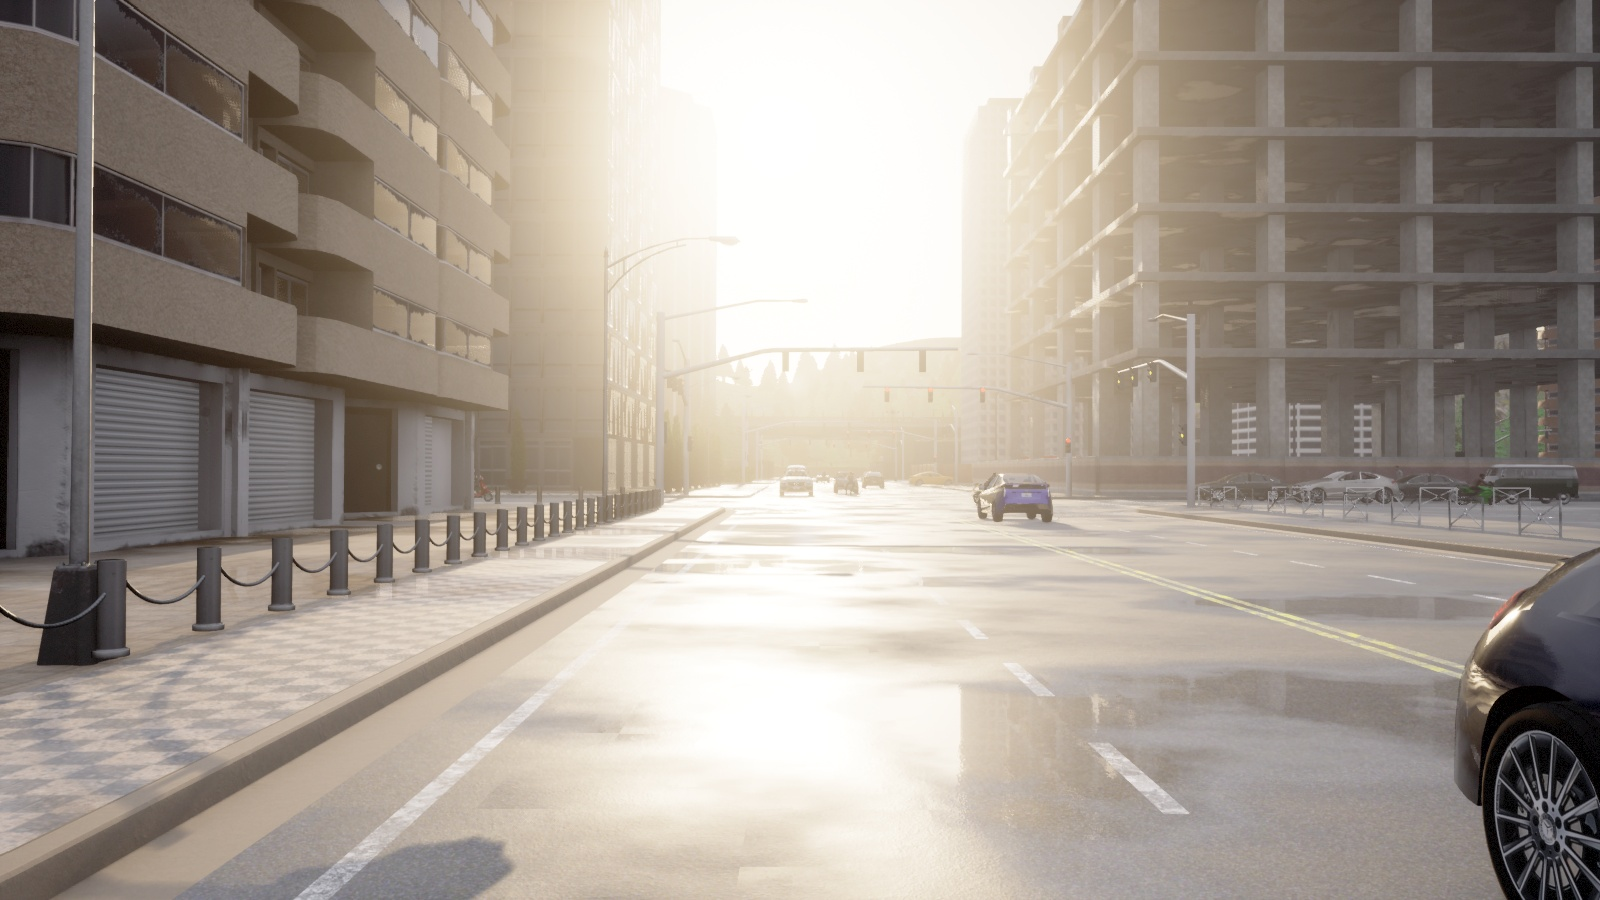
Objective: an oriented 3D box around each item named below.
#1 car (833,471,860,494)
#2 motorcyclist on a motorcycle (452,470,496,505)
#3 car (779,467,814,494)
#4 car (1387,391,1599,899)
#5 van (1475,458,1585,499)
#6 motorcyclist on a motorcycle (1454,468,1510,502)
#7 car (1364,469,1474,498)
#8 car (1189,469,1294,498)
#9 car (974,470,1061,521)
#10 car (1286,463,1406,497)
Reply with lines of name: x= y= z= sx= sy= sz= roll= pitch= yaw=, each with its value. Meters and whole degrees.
car: x=3.265 y=2.267 z=88.743 sx=1.789 sy=1.549 sz=3.705 roll=0 pitch=-1 yaw=0
motorcyclist on a motorcycle: x=-15.232 y=1.755 z=58.636 sx=1.817 sy=1.590 sz=0.866 roll=-1 pitch=-1 yaw=0
car: x=-0.211 y=1.928 z=79.617 sx=2.152 sy=1.651 sz=5.027 roll=0 pitch=-1 yaw=0
car: x=3.492 y=0.623 z=2.625 sx=2.152 sy=1.651 sz=5.027 roll=0 pitch=-1 yaw=0
van: x=36.441 y=1.418 z=62.785 sx=4.442 sy=1.987 sz=1.775 roll=0 pitch=-1 yaw=0
motorcyclist on a motorcycle: x=30.251 y=1.554 z=55.744 sx=2.044 sy=1.523 sz=0.797 roll=0 pitch=-1 yaw=0
car: x=32.643 y=1.743 z=66.259 sx=4.892 sy=1.490 sz=1.837 roll=0 pitch=-1 yaw=-1
car: x=23.227 y=1.780 z=66.199 sx=4.892 sy=1.490 sz=1.837 roll=0 pitch=-1 yaw=0
car: x=6.893 y=1.409 z=40.286 sx=2.007 sy=1.525 sz=4.514 roll=0 pitch=-1 yaw=0
car: x=27.222 y=1.480 z=62.726 sx=5.027 sy=1.651 sz=2.152 roll=0 pitch=-1 yaw=0
